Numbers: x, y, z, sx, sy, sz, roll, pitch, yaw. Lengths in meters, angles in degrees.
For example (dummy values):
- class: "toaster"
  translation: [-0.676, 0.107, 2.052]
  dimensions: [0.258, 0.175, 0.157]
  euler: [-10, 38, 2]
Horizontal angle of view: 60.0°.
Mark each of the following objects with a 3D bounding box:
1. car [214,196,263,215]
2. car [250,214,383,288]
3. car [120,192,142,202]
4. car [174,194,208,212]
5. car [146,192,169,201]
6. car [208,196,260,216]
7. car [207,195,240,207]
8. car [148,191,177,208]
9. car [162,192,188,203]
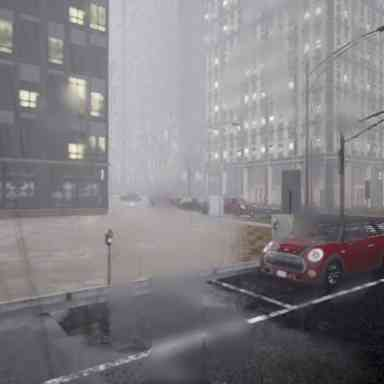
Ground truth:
- class: "car"
  translation: [4.335, 1.211, 31.585]
  dimensions: [1.812, 1.442, 4.674]
  euler: [0, 1, -36]
- class: "car"
  translation: [3.816, 1.481, 9.281]
  dimensions: [4.097, 1.590, 1.967]
  euler: [0, 0, -35]
- class: "car"
  translation: [-9.399, 0.738, 50.817]
  dimensions: [1.837, 1.490, 4.892]
  euler: [0, 1, -35]
- class: "car"
  translation: [0.383, 1.198, 32.645]
  dimensions: [1.802, 1.307, 4.206]
  euler: [2, 0, -36]
- class: "car"
  translation: [-5.828, 0.780, 55.708]
  dimensions: [1.947, 1.339, 4.313]
  euler: [2, 0, -36]
- class: "car"
  translation: [3.633, 1.163, 28.113]
  dimensions: [1.967, 1.590, 4.097]
  euler: [2, 0, -36]
- class: "car"
  translation: [3.913, 1.118, 42.107]
  dimensions: [1.802, 1.307, 4.206]
  euler: [2, 0, -36]
- class: "car"
  translation: [-2.855, 0.824, 37.176]
  dimensions: [2.192, 1.841, 5.009]
  euler: [2, 0, -36]
- class: "car"
  translation: [-2.678, 0.843, 51.313]
  dimensions: [1.752, 1.417, 4.829]
  euler: [2, 0, -36]
